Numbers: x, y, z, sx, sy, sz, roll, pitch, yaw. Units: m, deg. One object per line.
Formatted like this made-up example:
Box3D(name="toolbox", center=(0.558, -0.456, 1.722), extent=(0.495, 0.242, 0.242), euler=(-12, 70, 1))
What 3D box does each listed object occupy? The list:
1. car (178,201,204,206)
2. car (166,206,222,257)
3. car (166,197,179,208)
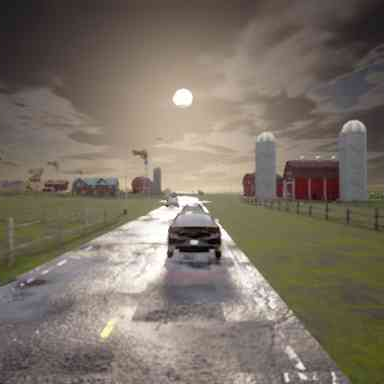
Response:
Box3D(name="car", center=(0.074, 1.574, 28.149), extent=(1.994, 1.385, 4.181), euler=(0, 0, 0))
Box3D(name="car", center=(0.075, 1.482, 13.033), extent=(1.882, 1.535, 5.008), euler=(0, -1, 0))
Box3D(name="car", center=(-2.824, 1.546, 49.048), extent=(1.812, 1.442, 4.674), euler=(0, 0, 0))
